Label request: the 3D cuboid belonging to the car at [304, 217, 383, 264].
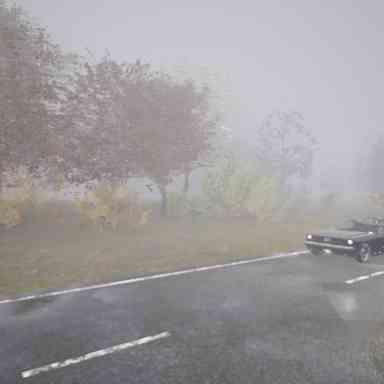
[{"bbox_3d":[6.208,1.623,12.106,4.718,1.301,1.895,0,0,-36],"label":"car"}]
